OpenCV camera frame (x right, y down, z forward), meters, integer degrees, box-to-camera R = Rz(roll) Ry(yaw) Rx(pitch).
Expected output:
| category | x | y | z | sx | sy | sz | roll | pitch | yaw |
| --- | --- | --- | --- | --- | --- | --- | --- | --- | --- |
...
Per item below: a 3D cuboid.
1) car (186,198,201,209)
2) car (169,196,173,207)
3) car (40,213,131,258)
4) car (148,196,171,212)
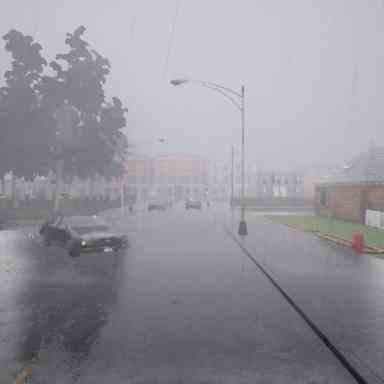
| category | x | y | z | sx | sy | sz | roll | pitch | yaw |
| --- | --- | --- | --- | --- | --- | --- | --- | --- | --- |
| car | 0.172 | 1.564 | 45.729 | 1.994 | 1.385 | 4.181 | 0 | 0 | 0 |
| car | -3.986 | 1.352 | 49.891 | 2.097 | 1.767 | 4.553 | 0 | 0 | 1 |
| car | -4.446 | 1.547 | 13.157 | 2.033 | 1.411 | 5.357 | 0 | 0 | -39 |
| car | -4.035 | 1.547 | 39.743 | 2.033 | 1.411 | 5.357 | 0 | 0 | 0 |
